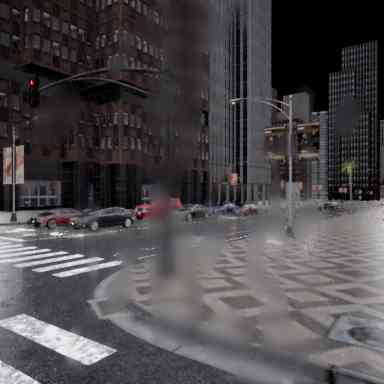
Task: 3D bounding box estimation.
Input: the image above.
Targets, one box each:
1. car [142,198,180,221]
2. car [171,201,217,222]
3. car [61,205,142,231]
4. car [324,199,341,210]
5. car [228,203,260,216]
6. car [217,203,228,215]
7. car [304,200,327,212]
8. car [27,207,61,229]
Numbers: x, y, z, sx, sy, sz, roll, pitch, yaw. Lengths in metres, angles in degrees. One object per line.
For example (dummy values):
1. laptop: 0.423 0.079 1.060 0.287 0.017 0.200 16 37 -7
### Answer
1. car: -3.157 1.599 32.239 2.150 2.045 5.566 0 -1 35
2. car: -0.064 1.884 30.986 2.128 1.511 4.902 0 -1 35
3. car: -5.982 1.748 22.542 1.837 1.490 4.892 0 -1 35
4. car: 26.071 2.507 62.283 1.837 1.490 4.892 0 -1 35
5. car: 6.610 2.088 40.486 1.812 1.442 4.674 0 -1 35
6. car: 4.286 2.092 42.840 1.812 1.442 4.674 0 -1 36
7. car: 19.350 2.371 52.712 2.033 1.411 5.357 0 -1 35
8. car: -9.271 1.787 23.497 1.994 1.385 4.181 0 -1 36
